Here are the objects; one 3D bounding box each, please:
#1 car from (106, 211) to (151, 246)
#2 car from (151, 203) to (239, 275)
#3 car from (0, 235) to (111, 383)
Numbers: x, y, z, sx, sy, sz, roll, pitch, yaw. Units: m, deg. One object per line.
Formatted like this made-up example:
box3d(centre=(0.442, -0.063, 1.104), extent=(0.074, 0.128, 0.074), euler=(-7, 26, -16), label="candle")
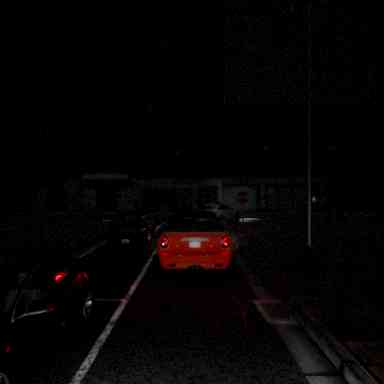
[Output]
box3d(centre=(-2.637, 1.569, 15.339), extent=(1.947, 1.339, 4.313), euler=(0, 0, 0), label="car")
box3d(centre=(0.085, 1.354, 10.614), extent=(2.097, 1.767, 4.553), euler=(0, 0, 0), label="car")
box3d(centre=(-2.638, 1.567, 4.434), extent=(1.947, 1.339, 4.313), euler=(0, 0, 0), label="car")
